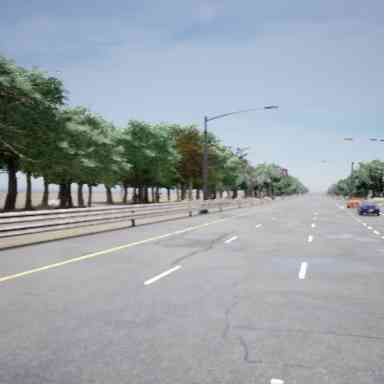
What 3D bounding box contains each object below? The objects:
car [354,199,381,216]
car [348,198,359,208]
[{"bbox_3d":[19.309,1.773,36.485,1.812,1.442,4.674,1,0,21],"label":"car"},{"bbox_3d":[26.599,1.686,54.333,2.097,1.767,4.553,1,0,26],"label":"car"}]
